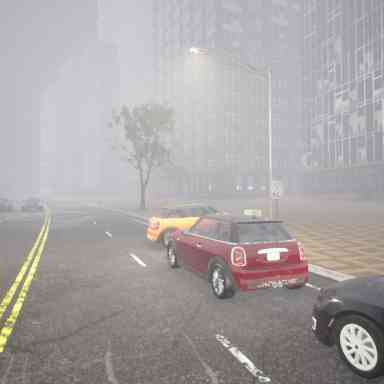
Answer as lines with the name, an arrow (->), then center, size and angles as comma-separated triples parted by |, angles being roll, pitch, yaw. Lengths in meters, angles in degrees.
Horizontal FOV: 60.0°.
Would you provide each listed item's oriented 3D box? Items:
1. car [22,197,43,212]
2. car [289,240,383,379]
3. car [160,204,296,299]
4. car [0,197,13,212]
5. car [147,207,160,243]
car -> -18.826, 1.392, 39.383 | 2.097, 1.767, 4.553 | 0, 0, -24
car -> 3.619, 1.505, 3.368 | 1.837, 1.490, 4.892 | 0, 0, -35
car -> 0.884, 1.355, 8.839 | 2.097, 1.767, 4.553 | 0, 0, -22
car -> -21.795, 1.389, 38.061 | 2.097, 1.767, 4.553 | 0, 0, -24
car -> 0.381, 1.276, 14.433 | 4.553, 1.767, 2.097 | -3, 1, -18
